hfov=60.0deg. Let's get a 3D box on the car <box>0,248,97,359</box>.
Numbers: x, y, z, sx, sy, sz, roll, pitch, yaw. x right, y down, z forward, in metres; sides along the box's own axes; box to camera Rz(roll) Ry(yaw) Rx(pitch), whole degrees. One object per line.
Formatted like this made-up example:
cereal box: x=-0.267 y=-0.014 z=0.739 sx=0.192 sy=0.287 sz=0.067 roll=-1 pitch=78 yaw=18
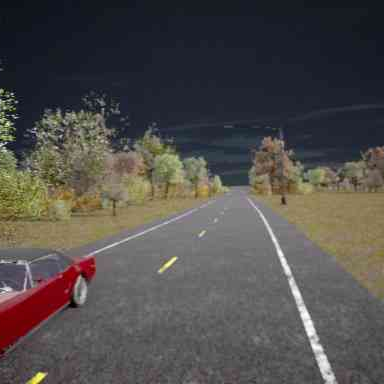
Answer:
car: x=-3.255 y=1.718 z=5.460 sx=1.895 sy=1.301 sz=4.718 roll=-2 pitch=0 yaw=4
